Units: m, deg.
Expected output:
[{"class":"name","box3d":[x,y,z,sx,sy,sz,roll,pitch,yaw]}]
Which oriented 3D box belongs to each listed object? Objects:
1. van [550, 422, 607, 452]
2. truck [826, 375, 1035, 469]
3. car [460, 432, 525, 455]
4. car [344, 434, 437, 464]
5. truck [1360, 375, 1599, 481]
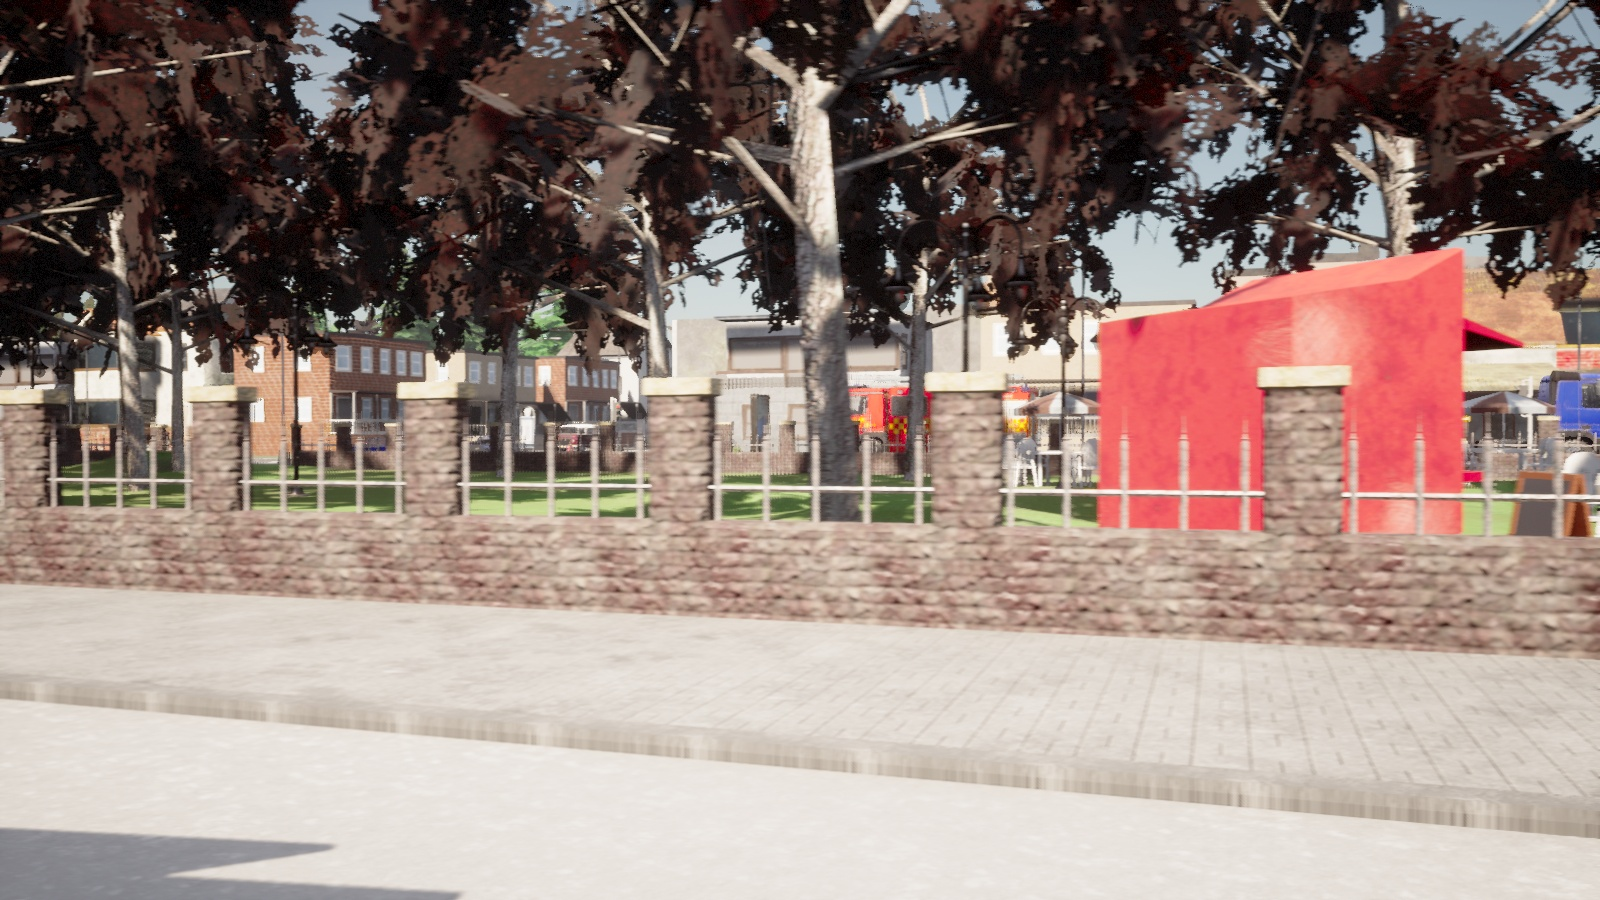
[{"class":"van","box3d":[-15.633,-0.934,88.977,2.069,2.038,4.480,1,1,19]},{"class":"truck","box3d":[5.587,-1.179,53.802,8.468,3.827,2.891,1,1,19]},{"class":"car","box3d":[-19.194,-0.439,78.486,1.994,1.385,4.181,1,1,19]},{"class":"car","box3d":[-19.039,-0.079,58.325,4.718,1.301,1.895,1,1,40]},{"class":"truck","box3d":[23.836,-0.761,43.412,7.936,3.462,2.891,1,1,19]}]
